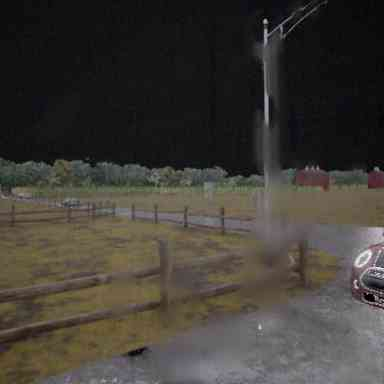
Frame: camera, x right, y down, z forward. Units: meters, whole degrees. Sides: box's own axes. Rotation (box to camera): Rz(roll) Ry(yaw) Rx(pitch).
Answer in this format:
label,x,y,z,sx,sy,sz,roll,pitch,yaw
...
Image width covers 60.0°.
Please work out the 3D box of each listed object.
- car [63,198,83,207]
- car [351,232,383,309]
label,x,y,z,sx,sy,sz,roll,pitch,yaw
car,-18.138,1.583,50.359,2.033,1.411,5.357,-2,1,-35
car,5.174,1.228,6.641,4.553,1.767,2.097,-1,0,-36
